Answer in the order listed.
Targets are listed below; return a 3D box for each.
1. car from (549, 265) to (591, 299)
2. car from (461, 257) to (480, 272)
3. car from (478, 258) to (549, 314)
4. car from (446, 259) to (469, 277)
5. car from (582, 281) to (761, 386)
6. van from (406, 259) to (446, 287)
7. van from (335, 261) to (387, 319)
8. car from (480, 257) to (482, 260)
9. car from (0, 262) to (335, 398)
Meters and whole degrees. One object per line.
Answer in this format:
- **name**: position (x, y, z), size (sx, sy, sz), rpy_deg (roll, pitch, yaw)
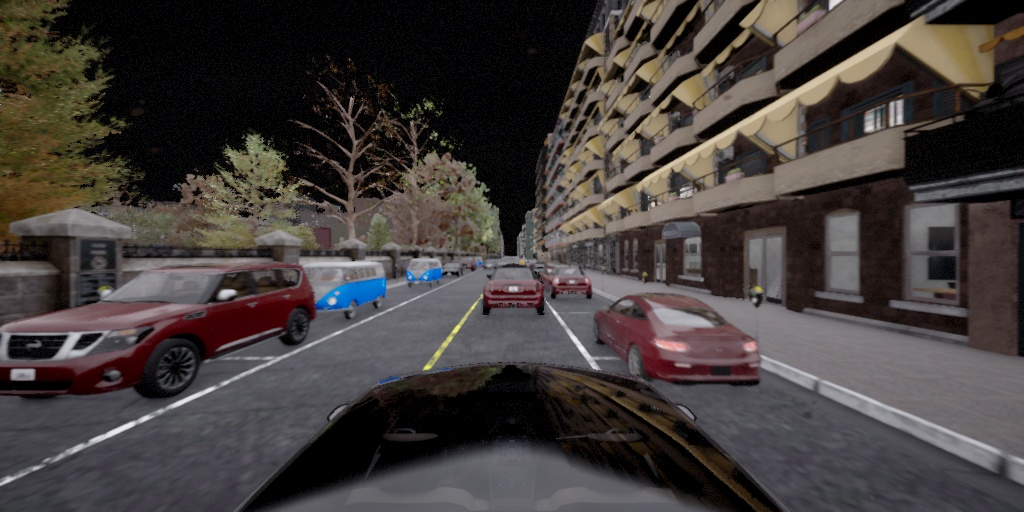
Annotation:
- **car**: position (2.684, 1.172, 17.952), size (1.967, 1.591, 4.097), rpy_deg (0, 0, 0)
- **car**: position (-5.706, 1.022, 46.100), size (2.192, 1.841, 5.009), rpy_deg (0, 0, 0)
- **car**: position (0.063, 1.088, 13.797), size (2.097, 1.767, 4.553), rpy_deg (0, 0, 0)
- **car**: position (-5.703, 1.280, 34.840), size (1.948, 1.339, 4.313), rpy_deg (0, 0, 0)
- **car**: position (2.689, 1.327, 6.690), size (1.802, 1.307, 4.207), rpy_deg (0, 0, 0)
- **van**: position (-5.698, 1.067, 23.579), size (1.690, 1.789, 3.998), rpy_deg (0, 0, 0)
- **van**: position (-5.693, 1.079, 12.318), size (1.690, 1.789, 3.998), rpy_deg (0, 0, 0)
- **car**: position (-3.100, 1.196, 51.020), size (2.128, 1.511, 4.902), rpy_deg (0, 0, 0)
- **car**: position (-5.692, 1.059, 6.687), size (2.192, 1.841, 5.009), rpy_deg (0, 0, 0)
